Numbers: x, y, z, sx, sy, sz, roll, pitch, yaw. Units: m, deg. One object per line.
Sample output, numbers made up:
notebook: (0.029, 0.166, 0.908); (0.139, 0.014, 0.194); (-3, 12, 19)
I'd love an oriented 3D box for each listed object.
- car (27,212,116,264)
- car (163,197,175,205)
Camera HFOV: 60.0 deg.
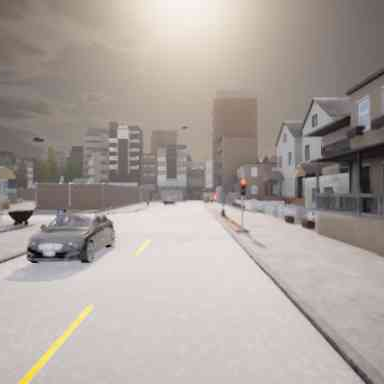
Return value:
car: (-4.068, 1.501, 11.955); (2.128, 1.511, 4.902); (0, 0, 0)
car: (-4.012, 1.590, 59.170); (2.033, 1.411, 5.357); (0, 0, 0)
